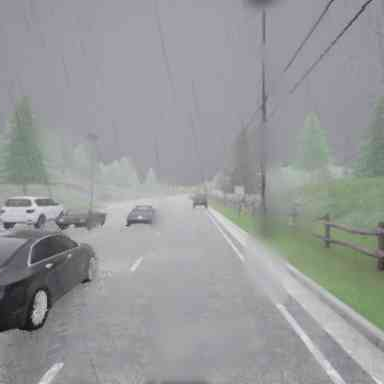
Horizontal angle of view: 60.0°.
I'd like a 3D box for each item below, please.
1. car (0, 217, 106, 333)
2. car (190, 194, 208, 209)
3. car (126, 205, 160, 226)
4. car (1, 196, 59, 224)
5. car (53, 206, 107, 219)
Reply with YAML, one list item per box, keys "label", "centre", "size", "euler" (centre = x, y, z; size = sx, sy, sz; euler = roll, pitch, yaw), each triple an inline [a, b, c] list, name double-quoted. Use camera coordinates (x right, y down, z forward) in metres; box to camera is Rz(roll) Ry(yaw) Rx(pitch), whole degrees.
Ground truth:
- label: "car"
  centre: [-3.409, 1.532, 6.873]
  size: [1.837, 1.490, 4.892]
  euler: [0, 0, 0]
- label: "car"
  centre: [1.196, 1.375, 49.164]
  size: [2.150, 2.045, 5.566]
  euler: [0, 0, 0]
- label: "car"
  centre: [-3.413, 1.642, 23.918]
  size: [1.994, 1.385, 4.181]
  euler: [0, 0, 0]
- label: "car"
  centre: [-10.412, 1.304, 22.247]
  size: [2.150, 2.045, 5.566]
  euler: [0, 0, 0]
- label: "car"
  centre: [-6.911, 1.675, 21.454]
  size: [1.895, 1.301, 4.718]
  euler: [0, 0, 0]
